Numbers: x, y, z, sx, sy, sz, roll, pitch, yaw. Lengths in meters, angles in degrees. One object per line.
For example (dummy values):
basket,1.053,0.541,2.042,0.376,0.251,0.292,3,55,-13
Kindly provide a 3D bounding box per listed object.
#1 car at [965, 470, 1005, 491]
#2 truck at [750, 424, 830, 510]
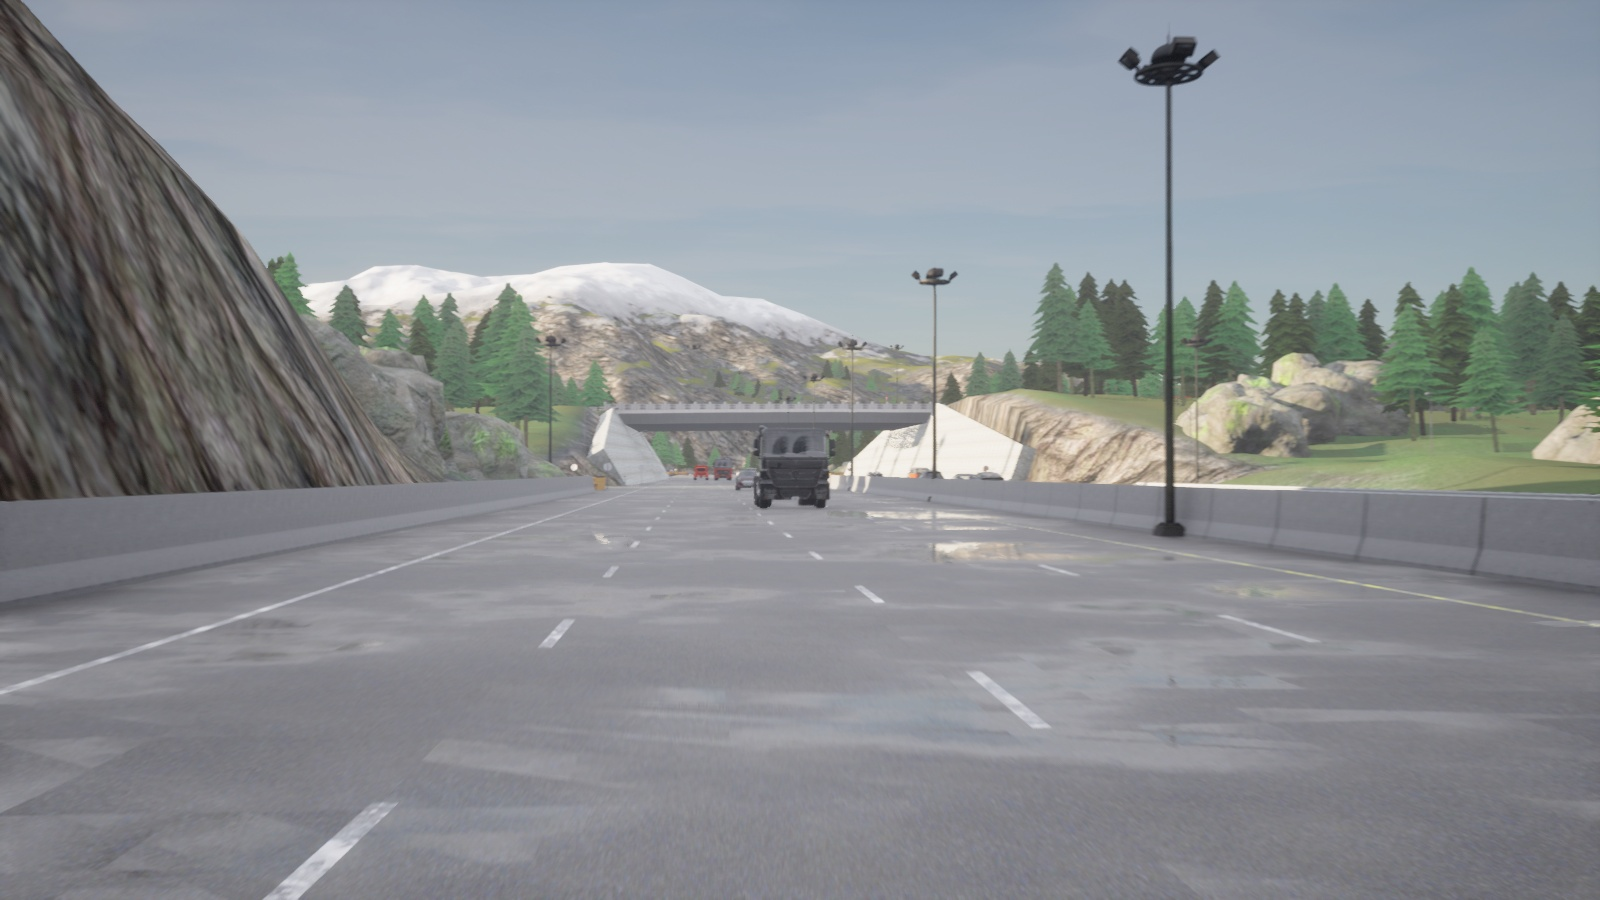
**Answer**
car,13.815,2.274,93.981,1.882,1.535,5.008,0,-1,-5
truck,-0.555,0.752,54.920,2.891,3.462,7.936,0,-1,-5
